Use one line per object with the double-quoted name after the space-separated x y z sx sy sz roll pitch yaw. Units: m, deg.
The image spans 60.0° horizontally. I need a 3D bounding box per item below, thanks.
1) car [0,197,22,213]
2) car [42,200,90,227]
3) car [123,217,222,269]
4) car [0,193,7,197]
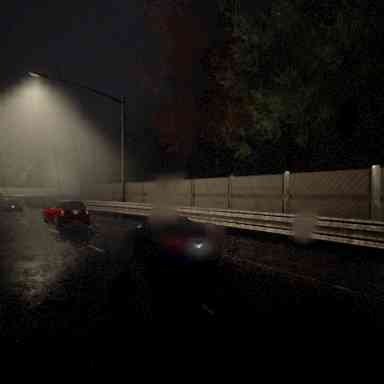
-20.368 1.544 37.023 1.994 1.385 4.181 0 0 -39 "car"
-8.702 1.339 22.823 2.097 1.767 4.553 0 0 -37 "car"
-0.828 1.557 11.388 1.994 1.385 4.181 0 0 -31 "car"
-29.657 1.194 50.691 2.150 2.045 5.566 0 0 -27 "car"
